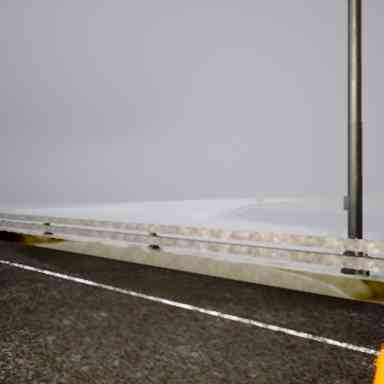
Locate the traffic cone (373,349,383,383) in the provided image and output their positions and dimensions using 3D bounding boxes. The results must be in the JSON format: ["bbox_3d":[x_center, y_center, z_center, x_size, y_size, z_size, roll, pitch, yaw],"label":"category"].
[{"bbox_3d":[2.035,1.967,3.536,0.340,0.580,0.340,0,0,35],"label":"traffic cone"}]
